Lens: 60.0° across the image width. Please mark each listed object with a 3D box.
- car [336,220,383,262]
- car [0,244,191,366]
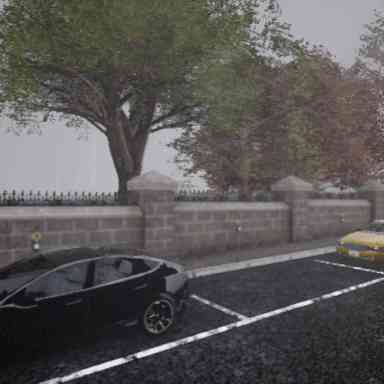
[{"bbox_3d":[6.841,1.538,11.424,4.829,1.417,1.752,0,1,-35],"label":"car"},{"bbox_3d":[-2.015,1.568,5.108,4.313,1.339,1.947,0,1,-35],"label":"car"}]
